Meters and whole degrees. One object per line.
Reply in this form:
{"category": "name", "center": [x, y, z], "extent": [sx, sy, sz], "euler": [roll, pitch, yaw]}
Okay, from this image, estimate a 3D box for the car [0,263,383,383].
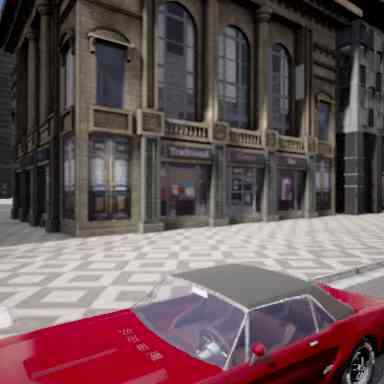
{"category": "car", "center": [0.194, 1.584, 3.516], "extent": [4.718, 1.301, 1.895], "euler": [-1, 0, -35]}
